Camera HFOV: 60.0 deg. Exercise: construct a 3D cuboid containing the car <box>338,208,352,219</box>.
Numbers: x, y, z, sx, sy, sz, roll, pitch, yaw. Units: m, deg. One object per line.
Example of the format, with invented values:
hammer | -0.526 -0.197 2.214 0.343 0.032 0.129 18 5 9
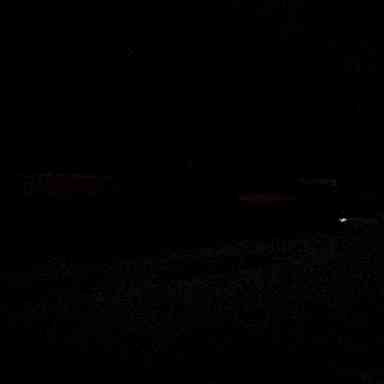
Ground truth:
car | 15.389 2.246 37.513 1.882 1.535 5.008 0 -1 -36
